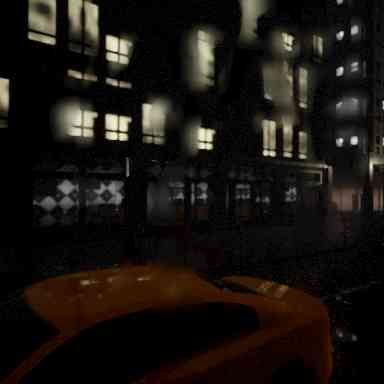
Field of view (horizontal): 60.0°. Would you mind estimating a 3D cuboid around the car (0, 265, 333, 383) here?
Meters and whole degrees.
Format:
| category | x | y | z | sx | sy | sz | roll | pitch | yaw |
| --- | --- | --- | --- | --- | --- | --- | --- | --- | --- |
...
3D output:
| category | x | y | z | sx | sy | sz | roll | pitch | yaw |
| --- | --- | --- | --- | --- | --- | --- | --- | --- | --- |
| car | -0.875 | 1.482 | 2.773 | 5.008 | 1.535 | 1.882 | 0 | 0 | -35 |
